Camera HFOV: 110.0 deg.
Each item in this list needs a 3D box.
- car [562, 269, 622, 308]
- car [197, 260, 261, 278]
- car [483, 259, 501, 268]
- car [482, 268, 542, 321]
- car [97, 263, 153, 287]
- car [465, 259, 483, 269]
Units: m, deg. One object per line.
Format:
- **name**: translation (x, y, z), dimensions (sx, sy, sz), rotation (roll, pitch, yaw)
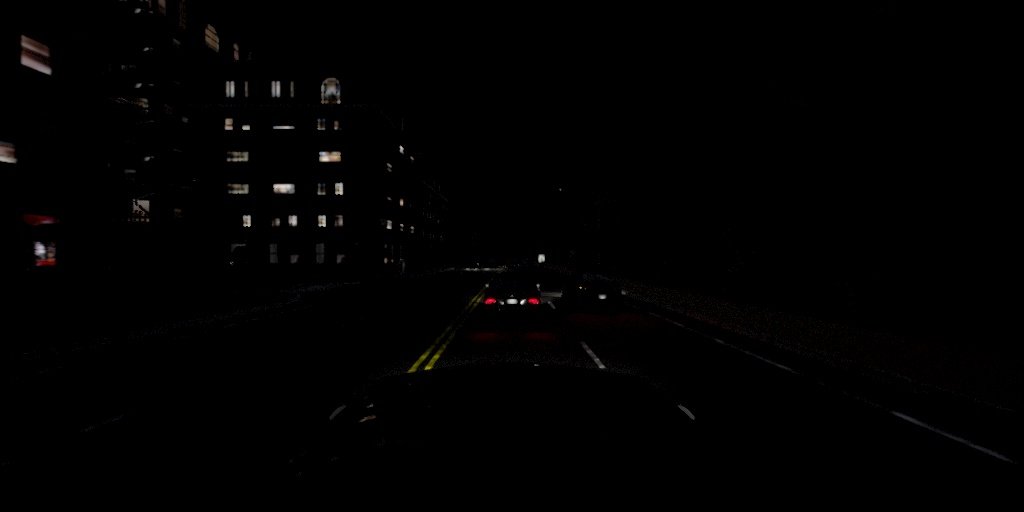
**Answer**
- **car**: translation (3.294, 1.286, 15.269), dimensions (1.812, 1.442, 4.674), rotation (0, 0, 1)
- **car**: translation (-22.814, 0.994, 28.948), dimensions (4.403, 1.370, 2.007), rotation (0, 0, -1)
- **car**: translation (-3.321, 1.330, 59.679), dimensions (1.812, 1.442, 4.674), rotation (0, 0, 1)
- **car**: translation (0.016, 1.306, 12.403), dimensions (2.033, 1.411, 5.357), rotation (0, 0, 0)
- **car**: translation (-23.316, 1.051, 20.517), dimensions (4.507, 1.381, 1.888), rotation (0, 0, -1)
- **car**: translation (-6.564, 1.352, 59.680), dimensions (2.033, 1.411, 5.357), rotation (0, 0, 1)
